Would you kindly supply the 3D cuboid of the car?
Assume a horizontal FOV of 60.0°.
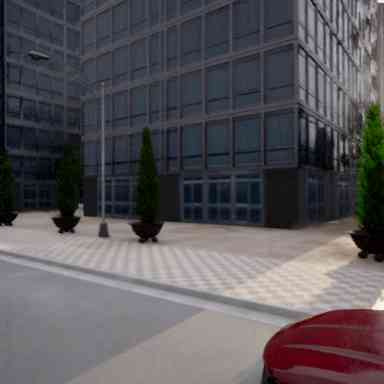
[{"bbox_3d":[2.863,1.475,1.954,5.008,1.535,1.882,0,0,36],"label":"car"}]
